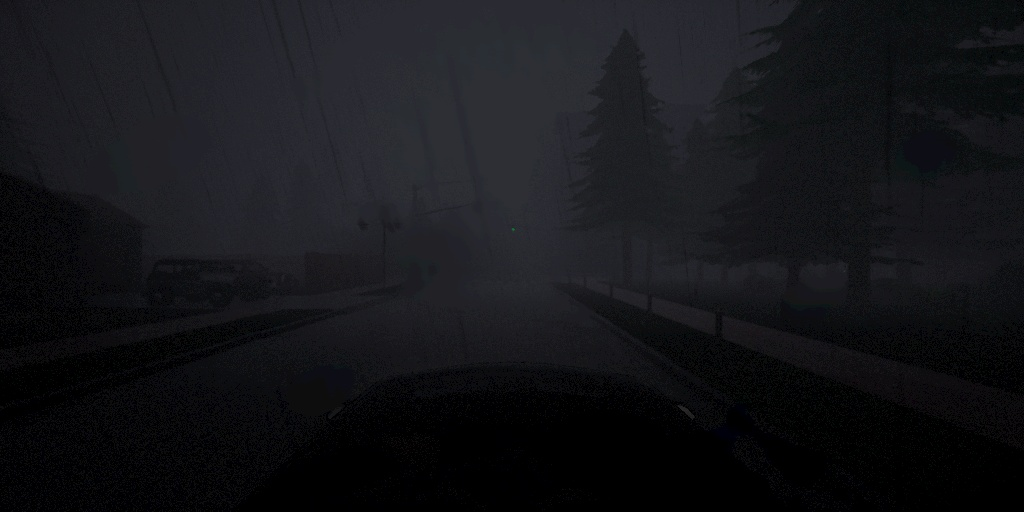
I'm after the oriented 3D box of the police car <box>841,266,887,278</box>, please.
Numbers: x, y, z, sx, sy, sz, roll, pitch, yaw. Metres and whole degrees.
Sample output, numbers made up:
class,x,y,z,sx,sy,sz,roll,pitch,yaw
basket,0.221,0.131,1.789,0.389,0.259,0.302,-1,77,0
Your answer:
class,x,y,z,sx,sy,sz,roll,pitch,yaw
police car,39.468,1.694,40.967,4.974,1.542,2.038,0,-1,1

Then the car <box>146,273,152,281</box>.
class,x,y,z,sx,sy,sz,roll,pitch,yaw
car,-42.977,1.552,39.204,4.553,1.767,2.097,0,-1,1
